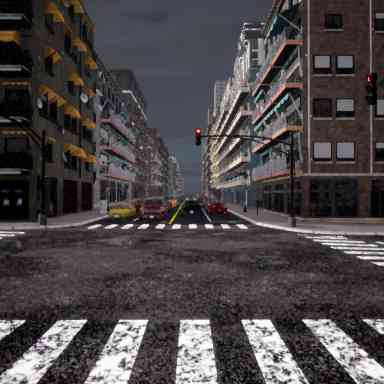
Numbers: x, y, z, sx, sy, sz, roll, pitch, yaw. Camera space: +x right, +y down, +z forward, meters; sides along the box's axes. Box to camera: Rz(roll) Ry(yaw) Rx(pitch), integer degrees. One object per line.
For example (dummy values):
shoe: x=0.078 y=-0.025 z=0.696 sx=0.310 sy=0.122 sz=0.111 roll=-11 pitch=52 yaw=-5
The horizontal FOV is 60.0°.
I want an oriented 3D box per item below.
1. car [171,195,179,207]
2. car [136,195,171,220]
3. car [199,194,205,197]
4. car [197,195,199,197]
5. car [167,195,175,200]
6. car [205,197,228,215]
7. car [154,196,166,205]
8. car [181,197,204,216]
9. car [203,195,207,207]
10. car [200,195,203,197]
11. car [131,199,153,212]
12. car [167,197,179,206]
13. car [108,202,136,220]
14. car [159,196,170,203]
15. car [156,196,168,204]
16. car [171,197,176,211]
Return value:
car: x=-3.249 y=1.366 z=47.397 sx=2.097 sy=1.767 sz=4.553 roll=0 pitch=0 yaw=0
car: x=-3.168 y=1.359 z=28.116 sx=2.097 sy=1.767 sz=4.553 roll=0 pitch=0 yaw=-1
car: x=2.726 y=1.382 z=81.883 sx=2.097 sy=1.767 sz=4.553 roll=0 pitch=0 yaw=0
car: x=-0.195 y=1.620 z=60.234 sx=1.895 sy=1.301 sz=4.718 roll=0 pitch=0 yaw=0
car: x=-5.998 y=1.589 z=94.313 sx=2.008 sy=1.369 sz=4.403 roll=1 pitch=0 yaw=0
car: x=2.586 y=1.553 z=33.570 sx=1.887 sy=1.381 sz=4.507 roll=1 pitch=0 yaw=0
car: x=-5.887 y=1.545 z=61.003 sx=1.752 sy=1.417 sz=4.829 roll=1 pitch=0 yaw=0
car: x=-0.028 y=1.515 z=32.331 sx=1.837 sy=1.490 sz=4.892 roll=0 pitch=0 yaw=0
car: x=2.568 y=1.451 z=39.093 sx=1.967 sy=1.590 sz=4.097 roll=1 pitch=0 yaw=0
car: x=2.530 y=1.597 z=50.140 sx=1.802 sy=1.307 sz=4.206 roll=1 pitch=0 yaw=0
car: x=-5.814 y=1.555 z=39.079 sx=1.887 sy=1.381 sz=4.507 roll=1 pitch=0 yaw=0
car: x=-3.253 y=1.618 z=57.256 sx=1.895 sy=1.301 sz=4.718 roll=0 pitch=0 yaw=0
car: x=-5.776 y=1.532 z=27.862 sx=1.752 sy=1.417 sz=4.829 roll=1 pitch=0 yaw=0
car: x=-5.925 y=1.570 z=72.220 sx=1.887 sy=1.381 sz=4.507 roll=1 pitch=0 yaw=0
car: x=-5.906 y=1.573 z=66.697 sx=2.008 sy=1.369 sz=4.403 roll=1 pitch=0 yaw=0
car: x=-3.227 y=1.557 z=37.608 sx=2.033 sy=1.411 sz=5.357 roll=0 pitch=0 yaw=0
